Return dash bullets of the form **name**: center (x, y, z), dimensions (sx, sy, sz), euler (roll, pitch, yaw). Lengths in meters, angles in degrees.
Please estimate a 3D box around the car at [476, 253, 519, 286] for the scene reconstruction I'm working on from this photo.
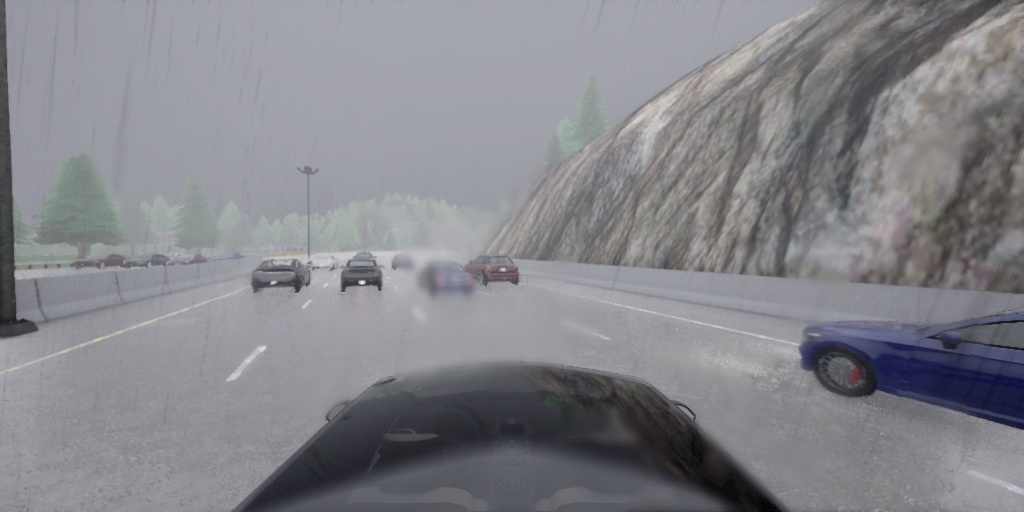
- **car**: center (-1.298, 0.716, 21.246), dimensions (2.097, 1.767, 4.553), euler (0, 1, -23)

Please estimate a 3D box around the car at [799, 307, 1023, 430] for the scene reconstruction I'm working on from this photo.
- **car**: center (5.958, 1.254, 3.841), dimensions (1.812, 1.442, 4.674), euler (0, 1, -23)

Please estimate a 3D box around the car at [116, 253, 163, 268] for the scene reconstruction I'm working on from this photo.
- **car**: center (-37.254, 0.505, 36.692), dimensions (1.837, 1.490, 4.892), euler (0, 1, -17)

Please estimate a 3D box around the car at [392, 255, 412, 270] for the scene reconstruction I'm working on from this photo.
- **car**: center (-11.035, 0.602, 36.204), dimensions (1.994, 1.385, 4.181), euler (0, 1, -20)

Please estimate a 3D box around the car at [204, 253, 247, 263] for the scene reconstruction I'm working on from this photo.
- **car**: center (-30.577, 0.437, 38.793), dimensions (1.882, 1.535, 5.008), euler (0, 1, -17)

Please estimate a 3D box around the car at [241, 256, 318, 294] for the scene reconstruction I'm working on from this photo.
- **car**: center (-11.151, 0.893, 17.595), dimensions (2.128, 1.511, 4.902), euler (0, 1, -23)

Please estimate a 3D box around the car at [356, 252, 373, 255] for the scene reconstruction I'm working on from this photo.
- **car**: center (-13.968, 0.424, 34.041), dimensions (2.097, 1.767, 4.553), euler (0, 1, -20)

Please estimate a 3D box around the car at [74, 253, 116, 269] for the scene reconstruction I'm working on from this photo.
- **car**: center (-40.593, 0.448, 35.640), dimensions (1.882, 1.535, 5.008), euler (0, 1, -17)

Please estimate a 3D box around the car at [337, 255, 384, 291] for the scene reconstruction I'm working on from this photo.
- **car**: center (-7.766, 0.899, 18.567), dimensions (1.837, 1.490, 4.892), euler (0, 1, -23)

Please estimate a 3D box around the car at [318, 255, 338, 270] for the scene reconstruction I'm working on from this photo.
- **car**: center (-17.691, 0.585, 33.981), dimensions (1.812, 1.442, 4.674), euler (0, 1, -20)

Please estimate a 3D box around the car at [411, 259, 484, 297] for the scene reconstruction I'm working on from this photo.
- **car**: center (-3.210, 0.993, 16.739), dimensions (2.033, 1.411, 5.357), euler (0, 1, -23)

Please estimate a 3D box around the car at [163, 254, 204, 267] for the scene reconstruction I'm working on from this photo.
- **car**: center (-33.916, 0.485, 37.743), dimensions (1.812, 1.442, 4.674), euler (0, 1, -17)
